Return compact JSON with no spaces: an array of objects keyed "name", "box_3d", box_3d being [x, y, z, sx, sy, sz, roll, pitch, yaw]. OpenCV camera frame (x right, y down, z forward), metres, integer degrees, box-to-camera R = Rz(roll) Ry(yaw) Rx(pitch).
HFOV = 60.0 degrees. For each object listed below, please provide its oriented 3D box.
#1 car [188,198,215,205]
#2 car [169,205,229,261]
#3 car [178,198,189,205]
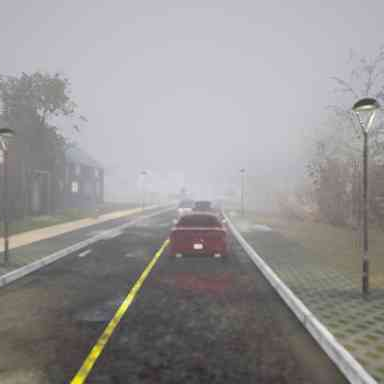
[{"name":"car","box_3d":[0.959,1.444,27.861,1.837,1.490,4.892,0,1,4]},{"name":"car","box_3d":[0.275,1.446,12.230,1.882,1.535,5.008,0,0,2]},{"name":"car","box_3d":[-0.667,1.505,44.807,1.994,1.385,4.181,0,0,5]}]
